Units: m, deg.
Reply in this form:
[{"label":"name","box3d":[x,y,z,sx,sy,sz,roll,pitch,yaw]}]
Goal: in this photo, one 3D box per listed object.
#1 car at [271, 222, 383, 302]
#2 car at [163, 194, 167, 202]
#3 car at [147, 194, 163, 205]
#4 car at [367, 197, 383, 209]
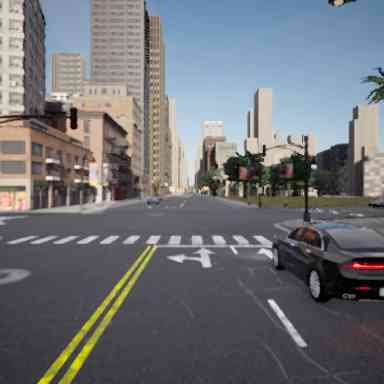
[{"label":"car","box3d":[3.374,1.509,8.248,1.837,1.490,4.892,0,0,-2]},{"label":"car","box3d":[-6.576,1.314,72.897,2.097,1.767,4.553,0,0,0]},{"label":"car","box3d":[-6.629,1.502,57.274,1.812,1.442,4.674,0,0,1]},{"label":"car","box3d":[24.343,1.352,41.349,5.357,1.411,2.033,-1,0,-22]}]
